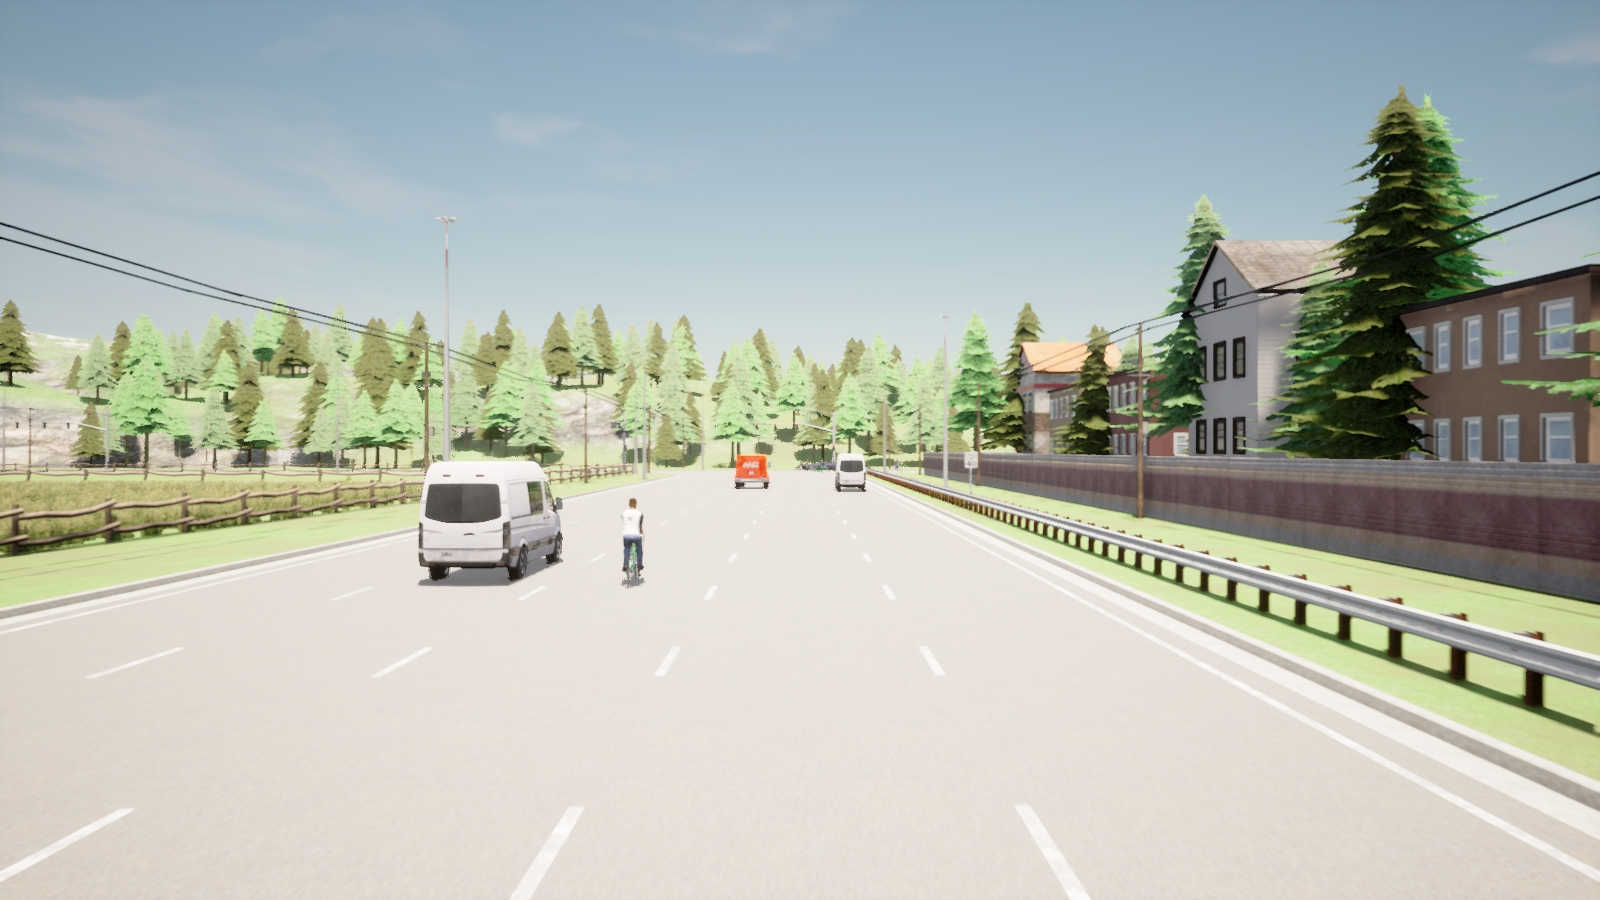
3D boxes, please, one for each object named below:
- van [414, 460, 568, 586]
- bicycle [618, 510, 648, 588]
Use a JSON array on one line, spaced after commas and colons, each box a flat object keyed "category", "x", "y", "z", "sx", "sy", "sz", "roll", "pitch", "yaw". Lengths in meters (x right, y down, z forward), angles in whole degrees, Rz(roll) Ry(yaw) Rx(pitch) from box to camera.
[{"category": "van", "x": -6.996, "y": 1.534, "z": 26.579, "sx": 1.988, "sy": 2.561, "sz": 5.915, "roll": 0, "pitch": 0, "yaw": 0}, {"category": "bicycle", "x": -3.500, "y": 2.056, "z": 24.023, "sx": 0.373, "sy": 1.496, "sz": 1.643, "roll": 0, "pitch": 0, "yaw": 0}]
